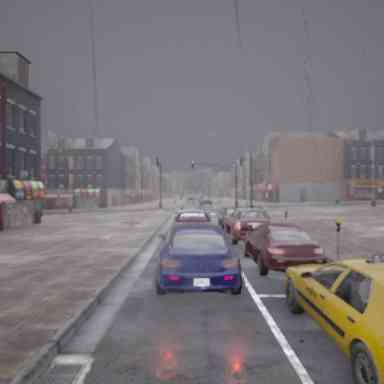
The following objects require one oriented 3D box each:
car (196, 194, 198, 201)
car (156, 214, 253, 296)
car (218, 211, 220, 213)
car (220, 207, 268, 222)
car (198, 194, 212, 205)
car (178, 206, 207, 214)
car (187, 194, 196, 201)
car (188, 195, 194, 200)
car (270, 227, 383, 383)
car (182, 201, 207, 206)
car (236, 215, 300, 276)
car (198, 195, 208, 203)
[{"bbox_3d":[2.444,1.423,63.733,2.192,1.841,5.009,-1,0,0],"label":"car"},{"bbox_3d":[0.096,1.521,8.511,1.812,1.442,4.674,0,0,-2],"label":"car"},{"bbox_3d":[2.573,1.580,20.987,1.802,1.307,4.206,0,0,0],"label":"car"},{"bbox_3d":[2.589,1.435,15.521,1.967,1.590,4.097,0,0,0],"label":"car"},{"bbox_3d":[2.461,1.527,58.331,1.967,1.590,4.097,-1,0,0],"label":"car"},{"bbox_3d":[0.037,1.596,16.482,1.895,1.301,4.718,0,0,0],"label":"car"},{"bbox_3d":[-0.242,1.688,83.379,1.837,1.490,4.892,0,0,0],"label":"car"},{"bbox_3d":[-0.273,1.608,93.799,1.812,1.442,4.674,0,0,0],"label":"car"},{"bbox_3d":[2.621,1.522,4.757,1.752,1.417,4.829,0,0,0],"label":"car"},{"bbox_3d":[-0.051,1.604,26.573,1.895,1.301,4.718,0,0,0],"label":"car"},{"bbox_3d":[2.606,1.577,10.055,1.802,1.307,4.206,0,0,0],"label":"car"},{"bbox_3d":[2.413,1.595,74.537,1.967,1.590,4.097,-1,0,0],"label":"car"}]
